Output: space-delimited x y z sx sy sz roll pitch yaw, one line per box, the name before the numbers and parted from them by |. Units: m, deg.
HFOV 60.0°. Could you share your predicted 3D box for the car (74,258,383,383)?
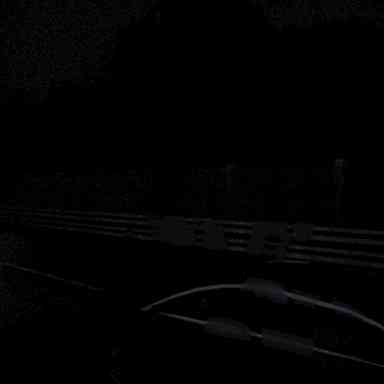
car | 0.776 1.484 3.456 4.902 1.511 2.128 0 0 36
